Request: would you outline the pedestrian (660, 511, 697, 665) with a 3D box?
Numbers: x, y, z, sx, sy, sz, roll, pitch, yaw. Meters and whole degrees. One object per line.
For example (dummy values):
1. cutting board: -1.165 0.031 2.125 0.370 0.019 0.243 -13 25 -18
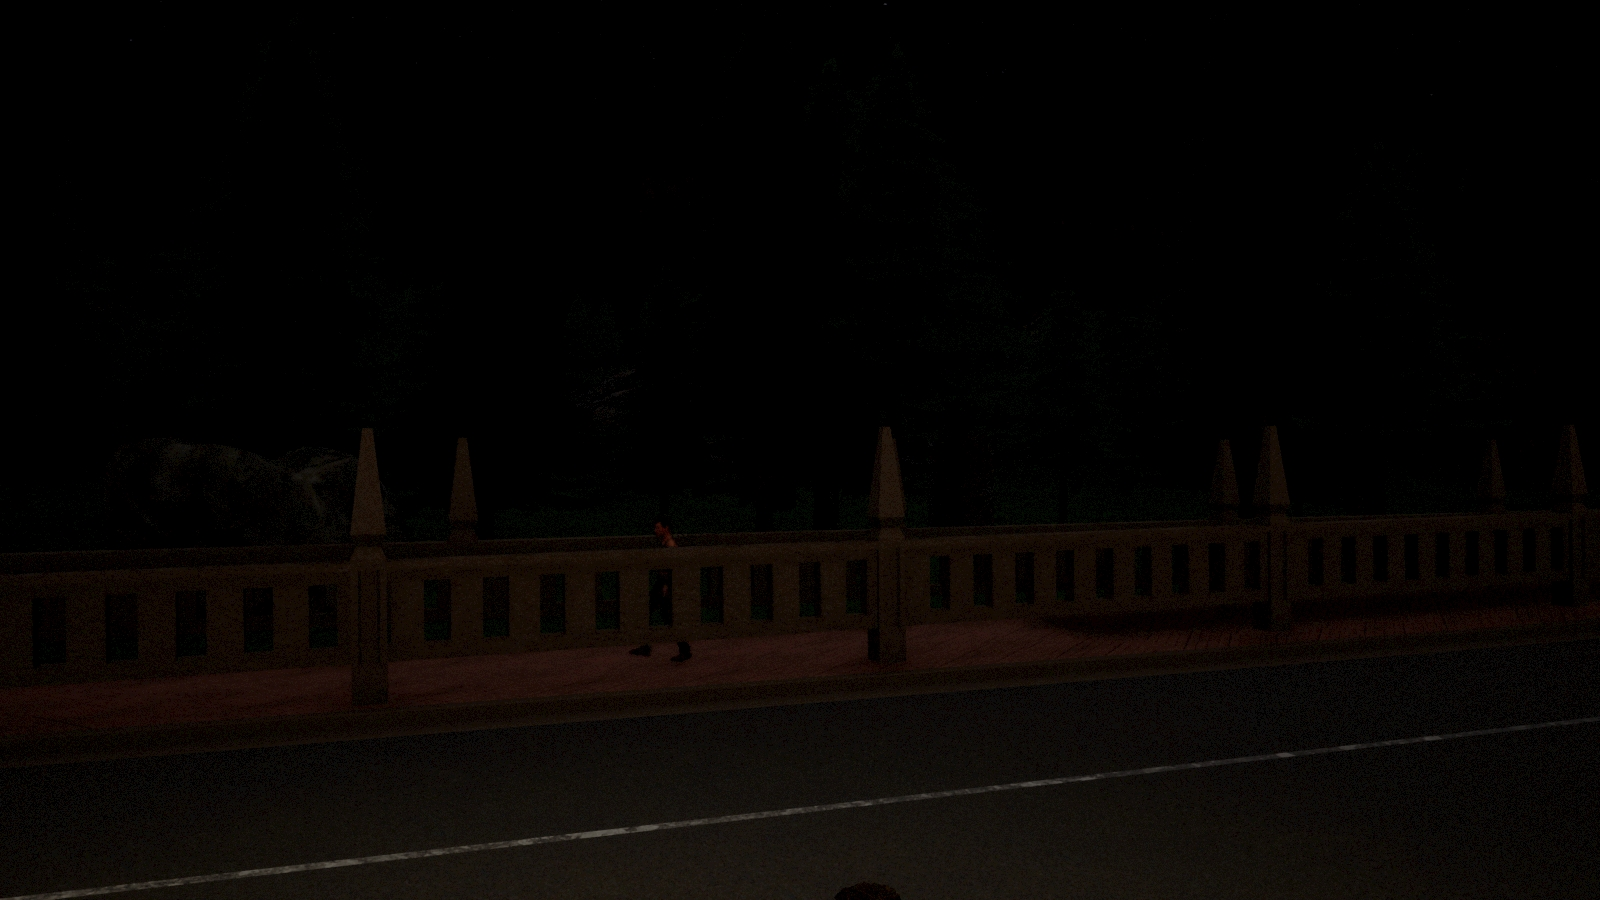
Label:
1. pedestrian: -1.504 1.694 14.159 0.375 1.860 0.375 0 0 -20
